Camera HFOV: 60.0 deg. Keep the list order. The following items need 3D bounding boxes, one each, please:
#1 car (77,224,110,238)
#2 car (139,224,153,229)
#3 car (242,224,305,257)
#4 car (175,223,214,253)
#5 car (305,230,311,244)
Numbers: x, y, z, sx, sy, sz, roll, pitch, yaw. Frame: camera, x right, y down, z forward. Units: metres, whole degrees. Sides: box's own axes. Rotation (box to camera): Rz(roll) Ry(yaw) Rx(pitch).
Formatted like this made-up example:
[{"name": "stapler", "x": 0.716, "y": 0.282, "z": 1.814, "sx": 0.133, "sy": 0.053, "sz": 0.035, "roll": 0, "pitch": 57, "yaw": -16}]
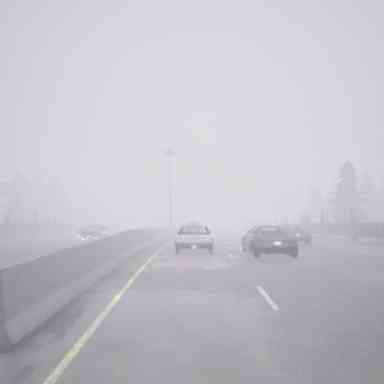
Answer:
[{"name": "car", "x": -10.506, "y": 4.284, "z": 36.758, "sx": 2.033, "sy": 1.411, "sz": 5.357, "roll": 0, "pitch": -6, "yaw": 1}, {"name": "car", "x": -6.983, "y": 5.700, "z": 51.129, "sx": 1.812, "sy": 1.442, "sz": 4.674, "roll": 0, "pitch": -6, "yaw": 0}, {"name": "car", "x": 3.607, "y": 2.282, "z": 16.009, "sx": 1.994, "sy": 1.385, "sz": 4.181, "roll": 0, "pitch": -4, "yaw": 0}, {"name": "car", "x": 0.108, "y": 2.467, "z": 17.800, "sx": 1.895, "sy": 1.301, "sz": 4.718, "roll": 0, "pitch": -5, "yaw": 0}, {"name": "car", "x": 7.110, "y": 3.047, "z": 24.251, "sx": 1.994, "sy": 1.385, "sz": 4.181, "roll": 0, "pitch": -6, "yaw": 0}]
